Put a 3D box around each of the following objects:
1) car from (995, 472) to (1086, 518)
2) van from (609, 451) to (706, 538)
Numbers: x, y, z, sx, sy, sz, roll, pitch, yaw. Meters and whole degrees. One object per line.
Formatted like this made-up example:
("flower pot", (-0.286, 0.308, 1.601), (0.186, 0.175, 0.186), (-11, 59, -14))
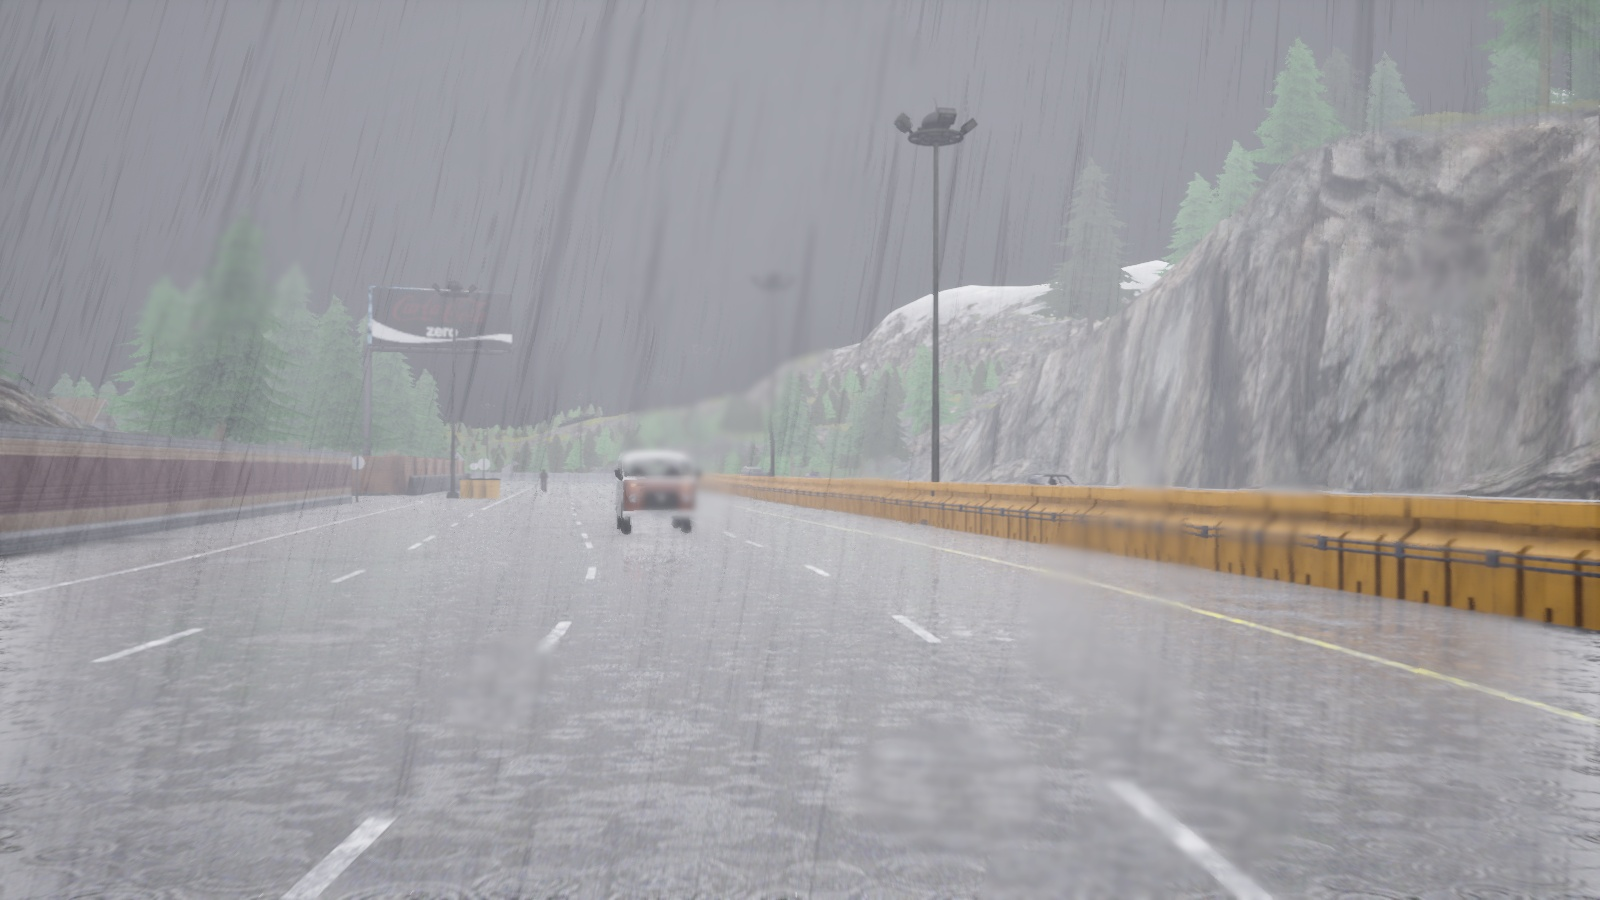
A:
("car", (8.273, 1.522, 43.474), (1.845, 1.501, 3.633), (0, -1, -11))
("van", (-3.670, 1.085, 31.628), (2.069, 2.038, 4.480), (0, -1, -11))
